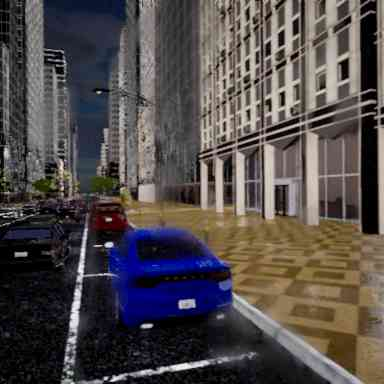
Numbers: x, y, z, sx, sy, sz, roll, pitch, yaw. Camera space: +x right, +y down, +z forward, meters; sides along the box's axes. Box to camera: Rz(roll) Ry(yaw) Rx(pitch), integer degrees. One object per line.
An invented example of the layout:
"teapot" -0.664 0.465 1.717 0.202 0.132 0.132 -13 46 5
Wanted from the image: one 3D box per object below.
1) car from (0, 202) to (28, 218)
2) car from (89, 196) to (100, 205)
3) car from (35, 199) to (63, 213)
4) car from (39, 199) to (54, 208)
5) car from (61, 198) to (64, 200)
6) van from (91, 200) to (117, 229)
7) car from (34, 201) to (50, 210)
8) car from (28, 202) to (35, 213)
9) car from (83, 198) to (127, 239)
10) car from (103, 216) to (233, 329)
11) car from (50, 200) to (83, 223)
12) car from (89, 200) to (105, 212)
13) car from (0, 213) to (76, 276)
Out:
"car" -17.781 1.905 32.466 2.008 1.369 4.403 -1 0 -17
"car" -21.451 1.902 72.959 2.192 1.841 5.009 -1 0 -17
"car" -17.783 1.945 41.631 2.033 1.411 5.357 -1 0 -17
"car" -26.123 2.017 59.632 1.967 1.590 4.097 -1 0 -17
"car" -32.793 2.320 81.365 1.947 1.339 4.313 -1 0 -17
"van" -6.439 1.527 24.060 1.690 1.788 3.998 -1 0 -17
"car" -24.453 2.114 54.198 1.802 1.307 4.206 -1 0 -17
"car" -21.117 1.994 43.332 2.008 1.369 4.403 -1 0 -17
"car" -4.771 1.456 18.627 2.192 1.841 5.009 -1 0 -17
"car" -0.803 1.519 7.270 1.882 1.535 5.008 -1 0 -17
"car" -10.372 1.741 28.083 2.128 1.511 4.902 -1 0 -17
"car" -13.106 1.916 45.792 2.008 1.369 4.403 -1 0 -17
"car" -5.082 1.655 10.858 2.033 1.411 5.357 -1 0 -17
